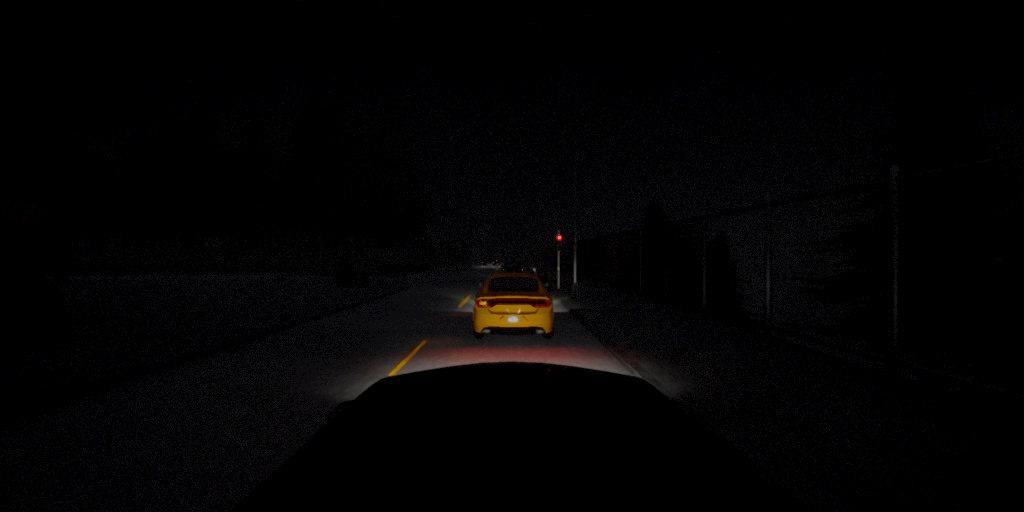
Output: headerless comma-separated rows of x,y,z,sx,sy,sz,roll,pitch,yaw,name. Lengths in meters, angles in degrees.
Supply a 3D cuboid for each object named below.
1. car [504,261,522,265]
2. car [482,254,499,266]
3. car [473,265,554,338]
0.074,1.143,29.405,1.812,1.442,4.674,0,0,0,car
-4.020,0.677,62.912,2.150,2.045,5.566,0,0,1,car
0.047,1.188,10.097,1.882,1.535,5.008,0,0,0,car
